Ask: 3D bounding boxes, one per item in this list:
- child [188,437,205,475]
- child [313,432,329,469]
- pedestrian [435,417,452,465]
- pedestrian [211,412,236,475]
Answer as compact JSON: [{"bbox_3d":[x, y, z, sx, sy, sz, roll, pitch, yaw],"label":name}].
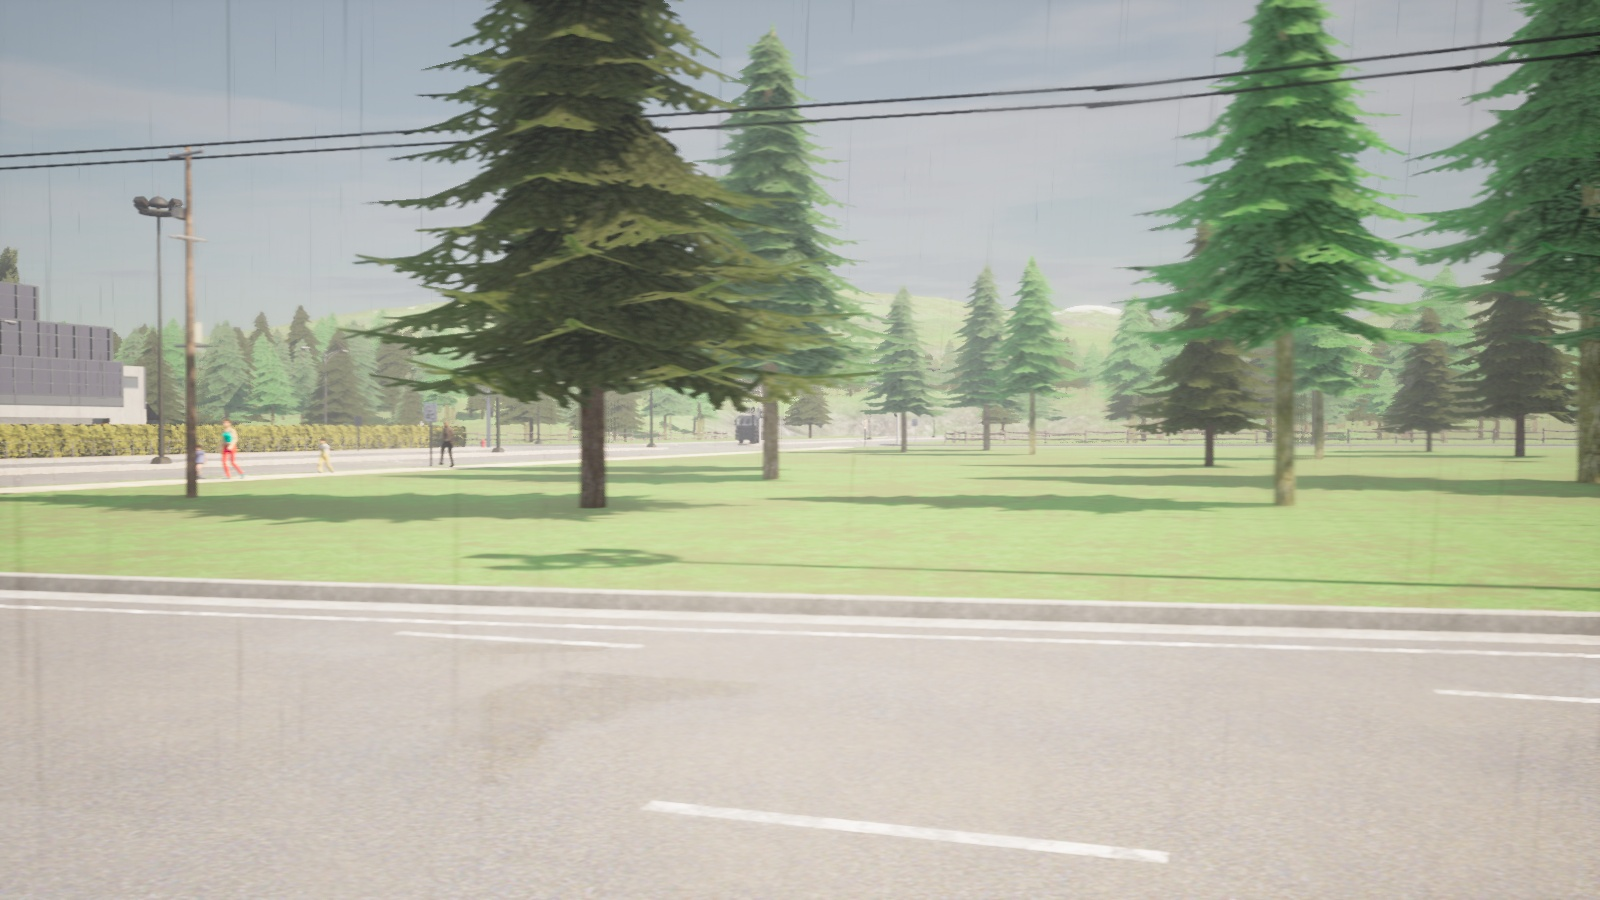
[{"bbox_3d":[-17.788,0.188,37.001,0.255,1.110,0.394,1,1,20],"label":"child"},{"bbox_3d":[-16.078,0.011,42.154,0.270,1.263,0.437,1,1,19],"label":"child"},{"bbox_3d":[-13.743,-0.359,48.371,0.331,1.846,0.634,1,1,19],"label":"pedestrian"},{"bbox_3d":[-16.936,-0.188,36.894,0.345,1.836,0.594,1,1,19],"label":"pedestrian"}]
